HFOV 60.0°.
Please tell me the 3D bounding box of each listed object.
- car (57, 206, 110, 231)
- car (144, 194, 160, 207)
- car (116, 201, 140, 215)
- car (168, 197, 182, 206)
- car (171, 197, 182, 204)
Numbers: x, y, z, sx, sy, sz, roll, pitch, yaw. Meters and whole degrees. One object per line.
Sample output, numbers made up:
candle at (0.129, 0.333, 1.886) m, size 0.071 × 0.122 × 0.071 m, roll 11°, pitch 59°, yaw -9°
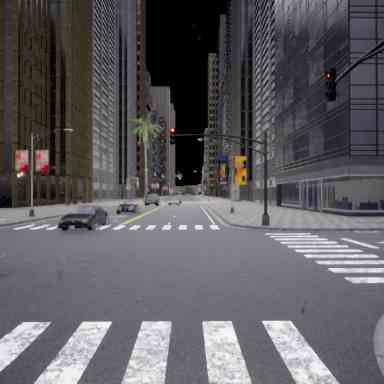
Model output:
car at (-6.631, 1.589, 21.050) m, size 2.033 × 1.411 × 5.357 m, roll 0°, pitch 0°, yaw 0°
car at (-6.655, 1.385, 55.748) m, size 2.150 × 2.045 × 5.566 m, roll 0°, pitch 0°, yaw 0°
car at (-6.653, 1.644, 35.048) m, size 1.994 × 1.385 × 4.181 m, roll 0°, pitch 0°, yaw 0°
car at (-3.244, 1.781, 59.890) m, size 1.895 × 1.301 × 4.718 m, roll 0°, pitch 0°, yaw 0°
car at (-3.259, 1.788, 69.786) m, size 1.994 × 1.385 × 4.181 m, roll 0°, pitch 0°, yaw 0°
